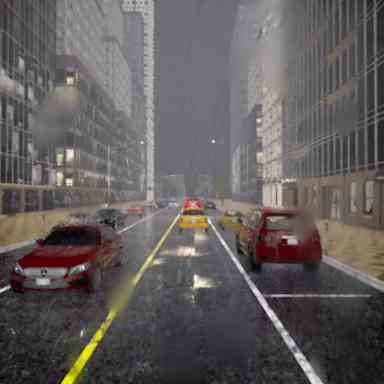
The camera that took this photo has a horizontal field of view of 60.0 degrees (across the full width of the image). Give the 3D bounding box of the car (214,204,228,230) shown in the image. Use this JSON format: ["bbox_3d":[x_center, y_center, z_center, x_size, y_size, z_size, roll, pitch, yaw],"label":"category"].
[{"bbox_3d":[2.701,1.770,22.848,1.752,1.417,4.829,0,-1,0],"label":"car"}]

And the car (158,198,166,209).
[{"bbox_3d":[-5.666,2.132,56.846,1.887,1.381,4.507,0,-1,0],"label":"car"}]

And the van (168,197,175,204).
[{"bbox_3d":[-5.652,2.260,91.000,1.690,1.788,3.998,0,-1,0],"label":"van"}]

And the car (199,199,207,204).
[{"bbox_3d":[2.725,2.447,85.287,1.802,1.307,4.206,0,-1,0],"label":"car"}]

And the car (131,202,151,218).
[{"bbox_3d":[-5.675,1.941,34.076,1.802,1.307,4.206,0,-1,0],"label":"car"}]

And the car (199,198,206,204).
[{"bbox_3d":[2.727,2.447,91.150,1.752,1.417,4.829,0,-1,0],"label":"car"}]

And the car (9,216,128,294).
[{"bbox_3d":[-3.085,1.626,9.213,1.812,1.442,4.674,0,-1,0],"label":"car"}]

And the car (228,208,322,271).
[{"bbox_3d":[2.698,1.438,11.298,2.192,1.841,5.009,0,-1,0],"label":"car"}]

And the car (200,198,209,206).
[{"bbox_3d":[2.722,2.196,73.905,1.967,1.590,4.097,0,-1,0],"label":"car"}]

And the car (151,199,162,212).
[{"bbox_3d":[-5.671,2.024,45.462,2.008,1.369,4.403,0,-1,0],"label":"car"}]

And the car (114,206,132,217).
[{"bbox_3d":[-5.679,1.808,22.694,1.947,1.339,4.313,0,-1,0],"label":"car"}]

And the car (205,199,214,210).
[{"bbox_3d":[2.712,2.097,51.138,1.947,1.339,4.313,0,-1,0],"label":"car"}]

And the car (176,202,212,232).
[{"bbox_3d":[0.109,1.690,21.932,1.801,1.575,5.366,0,-1,0],"label":"car"}]

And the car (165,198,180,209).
[{"bbox_3d":[-2.982,2.106,55.548,1.812,1.442,4.674,0,-1,0],"label":"car"}]

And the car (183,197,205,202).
[{"bbox_3d":[0.117,1.648,40.912,2.150,2.045,5.566,0,-1,0],"label":"car"}]

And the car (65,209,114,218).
[{"bbox_3d":[-5.681,1.733,17.002,2.008,1.369,4.403,0,-1,0],"label":"car"}]
